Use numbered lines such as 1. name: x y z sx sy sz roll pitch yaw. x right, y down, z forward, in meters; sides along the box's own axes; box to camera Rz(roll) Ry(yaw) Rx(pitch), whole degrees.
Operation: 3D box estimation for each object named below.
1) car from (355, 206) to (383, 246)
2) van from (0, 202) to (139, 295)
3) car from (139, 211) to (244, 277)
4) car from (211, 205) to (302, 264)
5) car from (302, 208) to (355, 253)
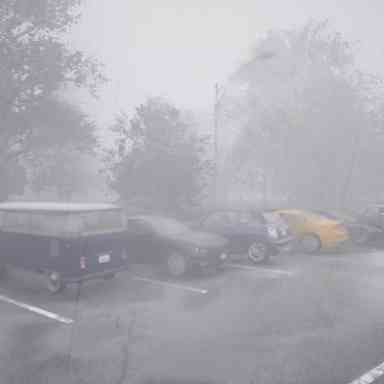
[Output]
1. car: 6.151 1.506 15.364 4.792 1.488 2.163 -1 -1 36
2. van: -3.740 1.258 8.670 4.442 1.987 1.878 -1 0 35
3. car: -1.209 1.480 10.323 5.008 1.535 2.097 -1 -1 35
4. car: 1.252 1.352 11.991 4.553 1.767 2.185 -1 0 35
5. car: 3.677 1.477 13.697 5.008 1.535 2.097 -1 -1 35
